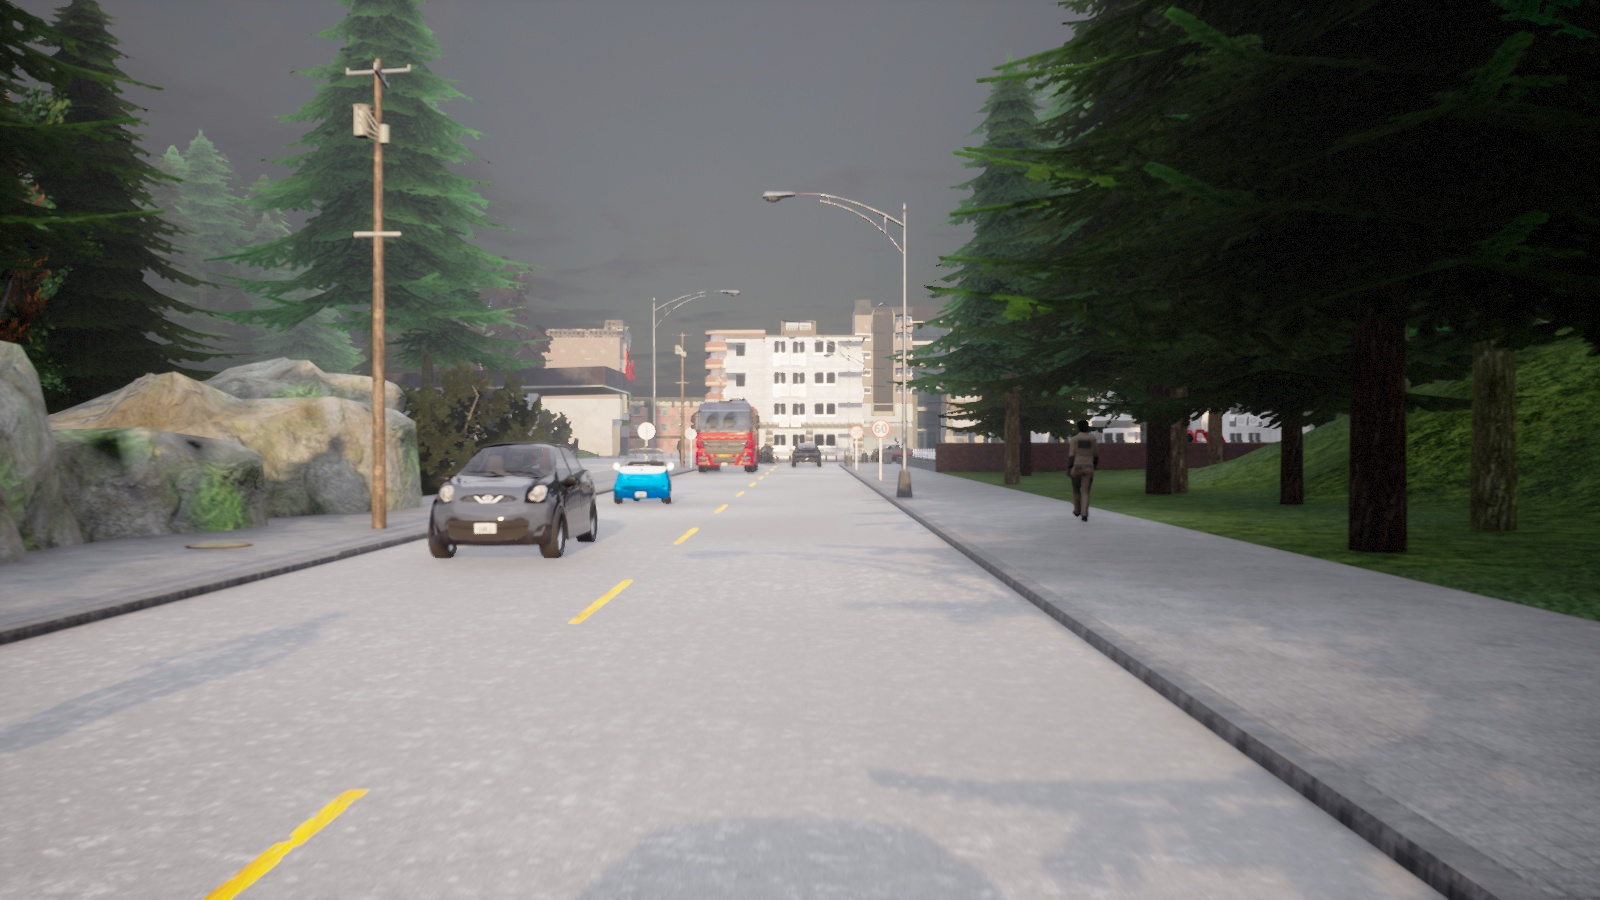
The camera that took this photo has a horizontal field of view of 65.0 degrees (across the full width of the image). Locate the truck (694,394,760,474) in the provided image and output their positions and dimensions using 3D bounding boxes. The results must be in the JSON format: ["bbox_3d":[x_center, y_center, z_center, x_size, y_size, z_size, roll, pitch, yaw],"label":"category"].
[{"bbox_3d":[-3.648,-0.784,64.408,2.891,3.827,8.468,0,0,0],"label":"truck"}]

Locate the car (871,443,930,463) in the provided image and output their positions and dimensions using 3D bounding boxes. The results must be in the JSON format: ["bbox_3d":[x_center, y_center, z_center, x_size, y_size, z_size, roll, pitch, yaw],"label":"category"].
[{"bbox_3d":[7.305,0.203,91.546,3.806,1.475,1.970,0,0,-19],"label":"car"}]

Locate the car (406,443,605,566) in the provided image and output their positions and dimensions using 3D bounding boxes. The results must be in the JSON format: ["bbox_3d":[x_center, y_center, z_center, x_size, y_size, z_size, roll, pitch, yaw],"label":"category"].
[{"bbox_3d":[-3.886,0.660,17.190,1.845,1.501,3.633,0,0,0],"label":"car"}]

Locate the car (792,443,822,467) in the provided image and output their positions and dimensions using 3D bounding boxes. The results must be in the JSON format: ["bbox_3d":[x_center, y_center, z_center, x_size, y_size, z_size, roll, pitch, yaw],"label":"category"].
[{"bbox_3d":[0.419,0.301,79.945,1.837,1.490,4.892,0,0,0],"label":"car"}]

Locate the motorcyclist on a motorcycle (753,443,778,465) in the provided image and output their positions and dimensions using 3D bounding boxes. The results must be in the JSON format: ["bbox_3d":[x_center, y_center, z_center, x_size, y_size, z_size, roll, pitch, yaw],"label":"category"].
[{"bbox_3d":[-2.430,0.281,88.717,0.866,1.530,2.191,1,1,27],"label":"motorcyclist on a motorcycle"}]

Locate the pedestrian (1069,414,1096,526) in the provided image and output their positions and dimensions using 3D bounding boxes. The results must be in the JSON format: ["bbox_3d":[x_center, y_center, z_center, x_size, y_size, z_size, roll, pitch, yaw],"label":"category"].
[{"bbox_3d":[4.952,0.336,22.023,0.396,1.930,0.692,0,0,7],"label":"pedestrian"}]

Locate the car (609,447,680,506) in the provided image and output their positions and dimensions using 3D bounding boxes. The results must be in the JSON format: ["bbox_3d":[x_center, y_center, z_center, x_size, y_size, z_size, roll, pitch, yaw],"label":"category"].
[{"bbox_3d":[-3.807,0.625,30.973,1.481,1.376,2.207,0,1,0],"label":"car"}]
